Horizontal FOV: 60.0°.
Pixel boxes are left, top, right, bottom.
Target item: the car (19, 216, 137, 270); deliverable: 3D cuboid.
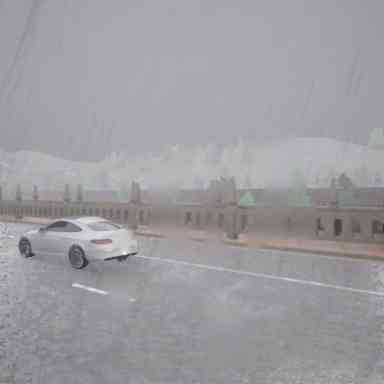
[{"bbox_3d":[-3.847,1.526,11.037,4.674,1.442,1.812,0,0,36],"label":"car"}]
